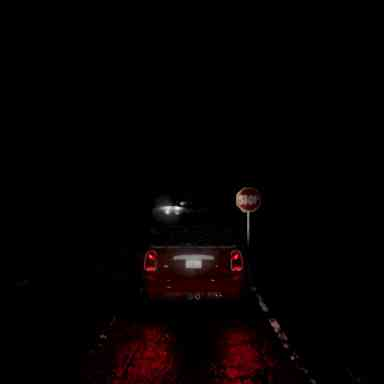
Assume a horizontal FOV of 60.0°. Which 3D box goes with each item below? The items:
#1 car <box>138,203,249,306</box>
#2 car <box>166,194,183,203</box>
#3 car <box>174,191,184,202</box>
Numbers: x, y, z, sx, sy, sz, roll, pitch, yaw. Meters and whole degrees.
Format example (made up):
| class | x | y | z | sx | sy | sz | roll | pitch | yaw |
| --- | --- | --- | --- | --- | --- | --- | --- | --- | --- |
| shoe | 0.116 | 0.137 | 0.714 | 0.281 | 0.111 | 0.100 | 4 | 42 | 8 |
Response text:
| class | x | y | z | sx | sy | sz | roll | pitch | yaw |
| --- | --- | --- | --- | --- | --- | --- | --- | --- | --- |
| car | 0.012 | 1.310 | 8.123 | 2.097 | 1.767 | 4.553 | 0 | 0 | -1 |
| car | -2.740 | 1.342 | 48.477 | 1.895 | 1.301 | 4.718 | 0 | 0 | 0 |
| car | -2.648 | 0.870 | 64.930 | 2.150 | 2.045 | 5.566 | 0 | 0 | 1 |
